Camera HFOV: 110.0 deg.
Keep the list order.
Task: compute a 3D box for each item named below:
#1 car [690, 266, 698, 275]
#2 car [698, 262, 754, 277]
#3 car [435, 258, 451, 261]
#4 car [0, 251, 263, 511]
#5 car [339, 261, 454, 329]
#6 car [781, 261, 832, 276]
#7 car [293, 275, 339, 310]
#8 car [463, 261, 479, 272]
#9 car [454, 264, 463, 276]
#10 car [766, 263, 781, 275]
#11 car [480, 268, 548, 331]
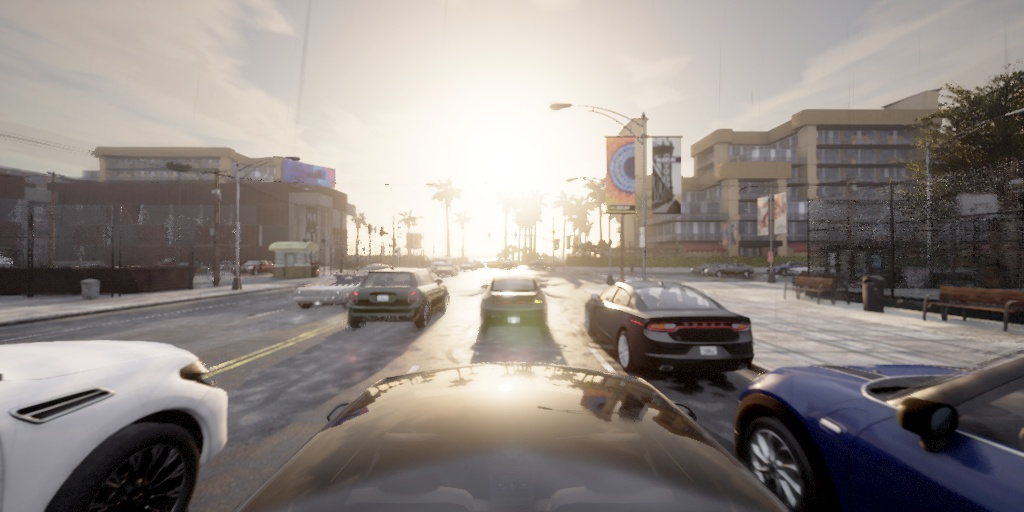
[{"bbox_3d":[23.446,1.495,42.037,4.902,1.511,2.128,0,0,-1],"label":"car"},{"bbox_3d":[23.291,1.473,38.535,4.902,1.511,2.128,0,0,-1],"label":"car"},{"bbox_3d":[-10.390,1.297,53.184,2.150,2.045,5.566,0,0,3],"label":"car"},{"bbox_3d":[-3.400,0.964,0.527,2.150,2.045,5.566,0,0,0],"label":"car"},{"bbox_3d":[-3.437,1.164,11.709,2.097,1.767,4.553,0,0,0],"label":"car"},{"bbox_3d":[32.251,1.507,38.608,4.674,1.442,1.812,0,0,0],"label":"car"},{"bbox_3d":[-7.111,1.437,15.321,1.895,1.301,4.718,0,0,0],"label":"car"},{"bbox_3d":[-6.747,1.614,55.251,1.812,1.442,4.674,0,0,4],"label":"car"},{"bbox_3d":[-7.115,1.539,39.866,2.033,1.411,5.357,0,0,0],"label":"car"},{"bbox_3d":[32.546,1.356,42.113,4.553,1.767,2.097,0,0,0],"label":"car"},{"bbox_3d":[0.060,1.317,11.251,1.837,1.490,4.892,0,0,0],"label":"car"}]
